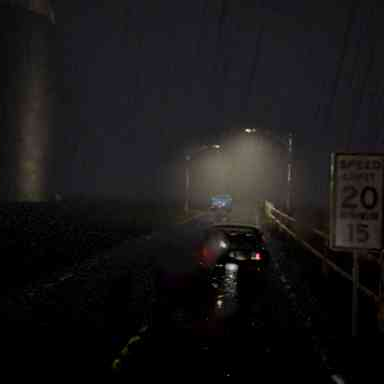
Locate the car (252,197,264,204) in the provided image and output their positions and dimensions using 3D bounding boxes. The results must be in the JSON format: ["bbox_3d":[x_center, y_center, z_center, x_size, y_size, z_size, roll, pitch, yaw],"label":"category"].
[{"bbox_3d":[15.083,2.121,77.127,2.033,1.411,5.357,2,0,15],"label":"car"}]

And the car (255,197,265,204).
[{"bbox_3d":[17.907,2.176,87.116,2.128,1.511,4.902,2,0,17],"label":"car"}]

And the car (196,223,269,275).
[{"bbox_3d":[1.350,1.646,10.744,1.895,1.301,4.718,2,0,8],"label":"car"}]

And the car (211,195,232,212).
[{"bbox_3d":[3.757,1.368,41.060,2.150,2.045,5.566,2,0,11],"label":"car"}]
